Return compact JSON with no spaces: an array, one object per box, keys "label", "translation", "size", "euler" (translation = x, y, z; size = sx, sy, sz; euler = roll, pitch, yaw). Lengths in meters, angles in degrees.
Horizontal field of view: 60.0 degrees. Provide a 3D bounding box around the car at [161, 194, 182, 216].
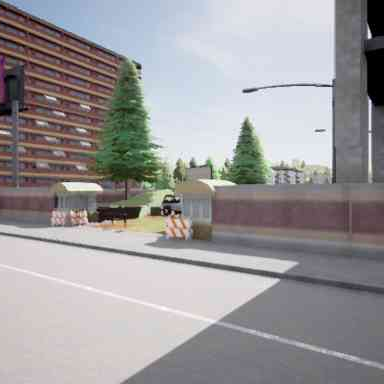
[{"label":"car","translation":[-0.888,1.146,29.176],"size":[3.866,1.878,1.905],"euler":[0,0,35]}]
